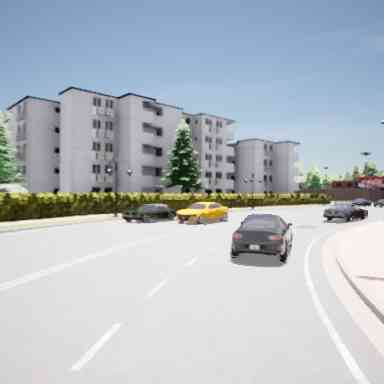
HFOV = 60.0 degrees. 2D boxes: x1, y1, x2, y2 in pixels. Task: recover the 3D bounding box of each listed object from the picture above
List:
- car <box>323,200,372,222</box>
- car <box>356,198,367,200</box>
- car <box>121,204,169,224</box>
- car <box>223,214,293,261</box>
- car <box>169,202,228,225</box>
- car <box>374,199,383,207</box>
[{"bbox_3d":[12.674,1.653,27.353,5.357,1.411,2.033,0,0,-44],"label":"car"},{"bbox_3d":[28.889,1.809,56.793,5.357,1.411,2.033,0,0,-43],"label":"car"},{"bbox_3d":[-3.053,1.568,24.755,1.895,1.301,4.718,0,0,33],"label":"car"},{"bbox_3d":[2.695,1.547,12.400,1.812,1.442,4.674,0,0,20],"label":"car"},{"bbox_3d":[0.829,1.479,24.231,1.882,1.535,5.008,0,0,35],"label":"car"},{"bbox_3d":[31.261,1.827,54.220,4.181,1.385,1.994,0,0,-43],"label":"car"}]
